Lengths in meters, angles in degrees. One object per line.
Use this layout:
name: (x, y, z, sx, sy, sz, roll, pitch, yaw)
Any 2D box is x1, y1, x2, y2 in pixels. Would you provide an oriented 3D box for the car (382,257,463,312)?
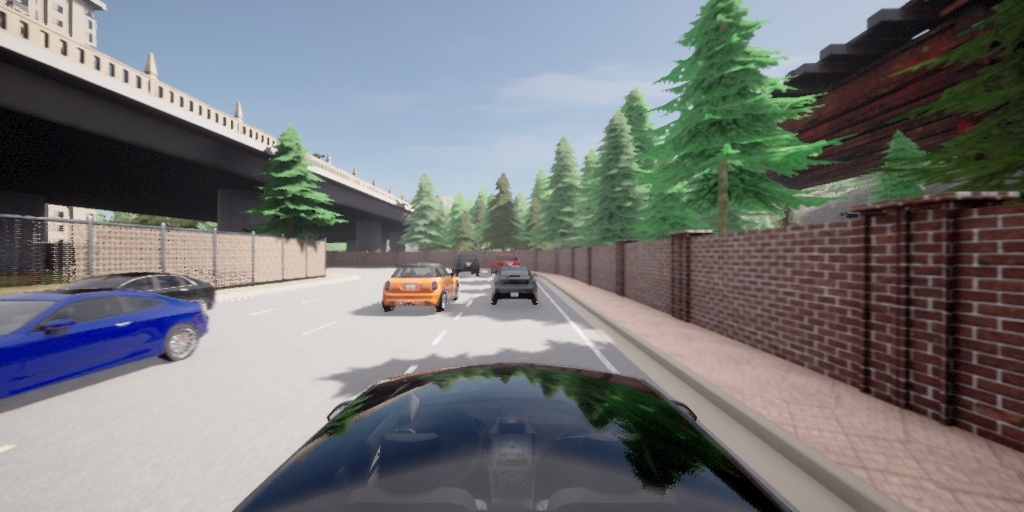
car: (-3.399, 1.059, 14.155, 2.097, 1.767, 4.553, 0, 0, 0)

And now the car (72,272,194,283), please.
car: (-10.599, 1.227, 9.724, 1.837, 1.490, 4.892, 0, 0, 0)

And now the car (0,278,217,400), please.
car: (-7.100, 1.263, 5.471, 1.812, 1.442, 4.674, 0, 0, 0)

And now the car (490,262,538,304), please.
car: (0.102, 1.206, 15.993, 1.837, 1.490, 4.892, 0, 0, 0)

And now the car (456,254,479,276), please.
car: (-4.507, 0.858, 34.281, 2.150, 2.045, 5.566, 1, 0, -14)

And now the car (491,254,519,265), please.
car: (-0.709, 0.858, 34.242, 2.150, 2.045, 5.566, 1, 0, -11)
